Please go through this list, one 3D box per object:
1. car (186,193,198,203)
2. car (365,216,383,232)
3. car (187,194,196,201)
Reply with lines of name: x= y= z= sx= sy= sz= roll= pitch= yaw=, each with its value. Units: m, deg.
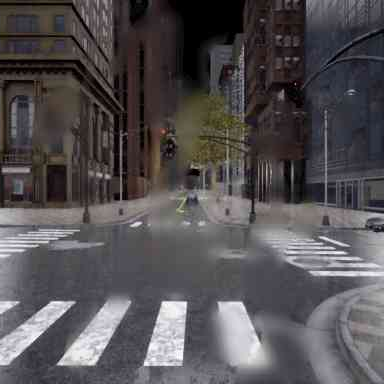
car: x=0.014 y=1.043 z=60.745 sx=2.097 sy=1.767 sz=4.553 roll=0 pitch=1 yaw=0
car: x=11.907 y=1.631 z=18.324 sx=4.403 sy=1.369 sz=2.008 roll=0 pitch=0 yaw=0
car: x=-0.056 y=1.109 z=70.708 sx=1.812 sy=1.442 sz=4.674 roll=0 pitch=1 yaw=0
